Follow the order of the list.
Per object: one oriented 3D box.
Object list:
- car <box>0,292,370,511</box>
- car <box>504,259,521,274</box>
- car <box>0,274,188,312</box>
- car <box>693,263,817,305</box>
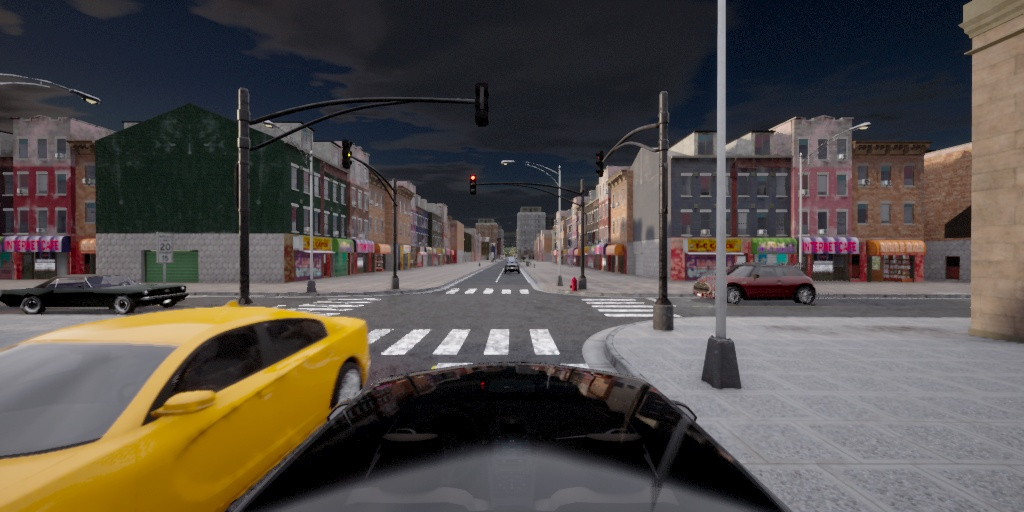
[{"bbox_3d":[-2.894,1.227,2.871,1.882,1.535,5.008,0,0,1],"label":"car"},{"bbox_3d":[0.015,1.313,40.627,1.948,1.339,4.313,0,0,0],"label":"car"},{"bbox_3d":[-14.637,1.313,12.836,4.718,1.301,1.895,0,0,-3],"label":"car"},{"bbox_3d":[10.509,1.133,15.806,4.553,1.767,2.097,0,0,0],"label":"car"}]
